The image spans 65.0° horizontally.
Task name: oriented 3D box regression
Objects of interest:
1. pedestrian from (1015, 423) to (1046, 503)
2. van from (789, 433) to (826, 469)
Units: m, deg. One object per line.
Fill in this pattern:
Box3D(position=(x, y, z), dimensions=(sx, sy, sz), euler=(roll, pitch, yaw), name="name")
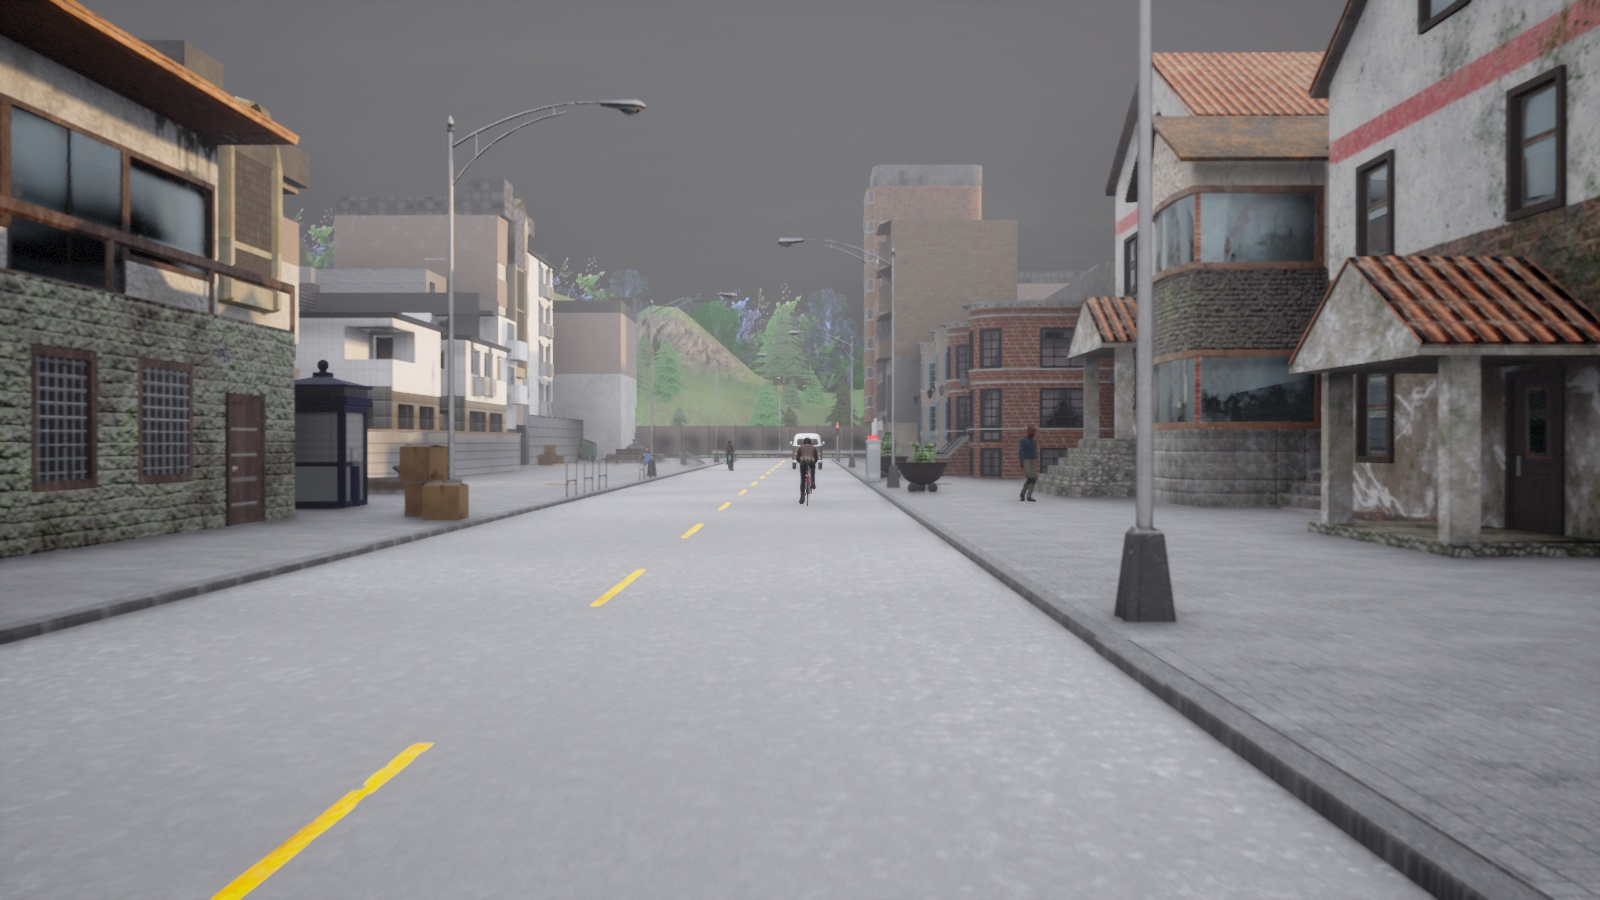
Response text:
Box3D(position=(5.371, 0.295, 29.281), dimensions=(0.370, 1.835, 0.726), euler=(0, 0, -25), name="pedestrian")
Box3D(position=(0.429, 0.059, 73.027), dimensions=(2.069, 2.038, 4.480), euler=(0, 0, 0), name="van")
